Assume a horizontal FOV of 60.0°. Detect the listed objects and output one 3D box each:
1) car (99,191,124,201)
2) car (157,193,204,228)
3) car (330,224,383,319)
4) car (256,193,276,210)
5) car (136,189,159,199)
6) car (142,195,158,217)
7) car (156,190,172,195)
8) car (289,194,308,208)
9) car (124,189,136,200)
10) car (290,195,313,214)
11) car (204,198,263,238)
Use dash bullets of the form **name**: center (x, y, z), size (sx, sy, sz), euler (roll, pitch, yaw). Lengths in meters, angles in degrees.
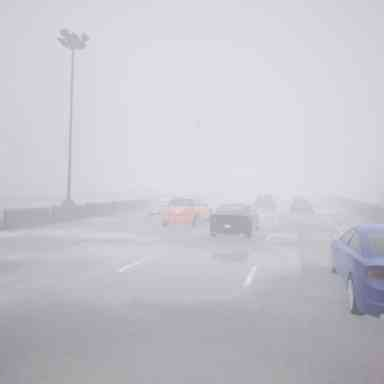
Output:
- **car**: center (-14.551, 0.570, 58.761), size (2.097, 1.767, 4.553), euler (0, 1, 17)
- **car**: center (-0.185, 1.129, 20.847), size (2.097, 1.767, 4.553), euler (0, 1, 17)
- **car**: center (4.182, 1.428, 7.135), size (1.882, 1.535, 5.008), euler (0, 1, 17)
- **car**: center (7.848, 0.932, 35.435), size (2.097, 1.767, 4.553), euler (0, 1, 17)
- **car**: center (-7.271, 0.449, 58.696), size (2.150, 2.045, 5.566), euler (0, 1, 17)
- **car**: center (-2.063, 1.217, 26.767), size (1.812, 1.442, 4.674), euler (0, 1, 17)
- **car**: center (-4.031, 0.776, 57.344), size (1.812, 1.442, 4.674), euler (0, 1, 17)
- **car**: center (13.083, 1.054, 40.944), size (2.033, 1.411, 5.357), euler (0, 1, 17)
- **car**: center (-10.618, 0.430, 59.701), size (2.150, 2.045, 5.566), euler (0, 1, 17)
- **car**: center (10.060, 1.213, 30.738), size (1.994, 1.385, 4.181), euler (0, 1, 16)
- **car**: center (2.253, 1.312, 16.799), size (1.882, 1.535, 5.008), euler (0, 1, 17)
